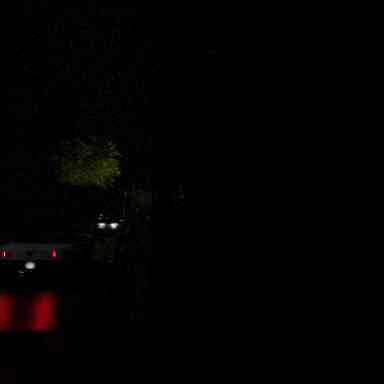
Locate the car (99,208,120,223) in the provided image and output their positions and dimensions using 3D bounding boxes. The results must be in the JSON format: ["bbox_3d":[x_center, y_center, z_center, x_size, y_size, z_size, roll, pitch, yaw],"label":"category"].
[{"bbox_3d":[-11.524,3.266,46.864,2.150,2.045,5.566,2,-4,-5],"label":"car"}]

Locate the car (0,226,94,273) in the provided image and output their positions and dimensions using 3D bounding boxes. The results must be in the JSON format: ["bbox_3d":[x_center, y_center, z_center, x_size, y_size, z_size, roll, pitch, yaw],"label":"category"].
[{"bbox_3d":[-4.707,1.841,11.513,1.895,1.301,4.718,2,-2,-5],"label":"car"}]
